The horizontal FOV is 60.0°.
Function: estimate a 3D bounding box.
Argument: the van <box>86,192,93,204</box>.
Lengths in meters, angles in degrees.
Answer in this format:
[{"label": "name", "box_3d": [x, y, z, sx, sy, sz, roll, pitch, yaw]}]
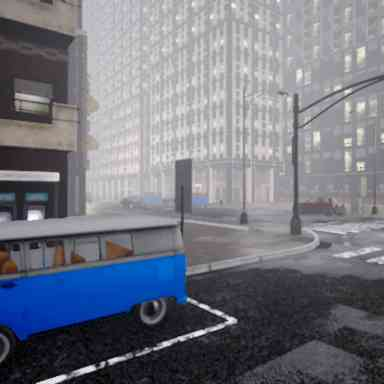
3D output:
[{"label": "van", "box_3d": [-16.223, 0.933, 49.911, 1.690, 1.788, 3.998, 0, 0, -35]}]

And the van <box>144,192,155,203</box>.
[{"label": "van", "box_3d": [-6.119, 0.960, 50.159, 1.690, 1.788, 3.998, 0, 0, -35]}]

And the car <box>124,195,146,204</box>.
[{"label": "car", "box_3d": [-9.391, 1.179, 54.763, 1.947, 1.339, 4.313, 0, 0, -35]}]

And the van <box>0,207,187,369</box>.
[{"label": "van", "box_3d": [-1.994, 1.319, 5.283, 3.998, 1.788, 1.690, -1, 2, -35]}]

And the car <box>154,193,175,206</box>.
[{"label": "car", "box_3d": [-2.849, 1.176, 45.553, 2.008, 1.369, 4.403, 0, 0, -35]}]

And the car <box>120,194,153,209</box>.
[{"label": "car", "box_3d": [-6.411, 1.163, 36.096, 2.008, 1.369, 4.403, 0, 0, -35]}]

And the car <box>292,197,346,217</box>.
[{"label": "car", "box_3d": [10.235, 1.096, 27.132, 1.967, 1.590, 4.097, 0, 0, -35]}]

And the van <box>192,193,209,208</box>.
[{"label": "van", "box_3d": [0.422, 0.974, 40.948, 1.690, 1.788, 3.998, 0, 0, -35]}]
